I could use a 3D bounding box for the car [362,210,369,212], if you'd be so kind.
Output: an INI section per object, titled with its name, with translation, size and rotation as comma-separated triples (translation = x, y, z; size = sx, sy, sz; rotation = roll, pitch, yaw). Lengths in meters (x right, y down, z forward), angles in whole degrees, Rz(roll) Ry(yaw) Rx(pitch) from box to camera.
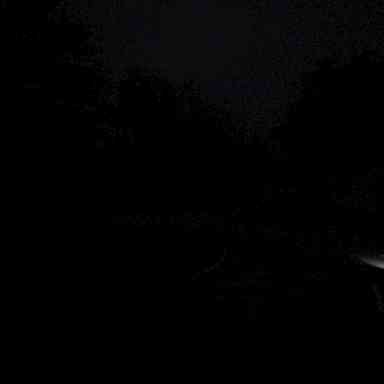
[car]
translation = 39.920, 4.939, 76.117
size = 2.128, 1.511, 4.902
rotation = 0, -5, 31
